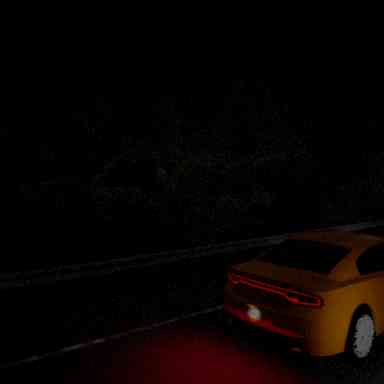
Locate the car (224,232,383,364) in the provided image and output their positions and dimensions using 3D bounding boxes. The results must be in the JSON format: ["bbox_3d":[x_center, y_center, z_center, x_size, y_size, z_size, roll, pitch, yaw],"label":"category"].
[{"bbox_3d":[2.806,1.457,5.927,5.008,1.535,1.882,0,0,-37],"label":"car"}]
